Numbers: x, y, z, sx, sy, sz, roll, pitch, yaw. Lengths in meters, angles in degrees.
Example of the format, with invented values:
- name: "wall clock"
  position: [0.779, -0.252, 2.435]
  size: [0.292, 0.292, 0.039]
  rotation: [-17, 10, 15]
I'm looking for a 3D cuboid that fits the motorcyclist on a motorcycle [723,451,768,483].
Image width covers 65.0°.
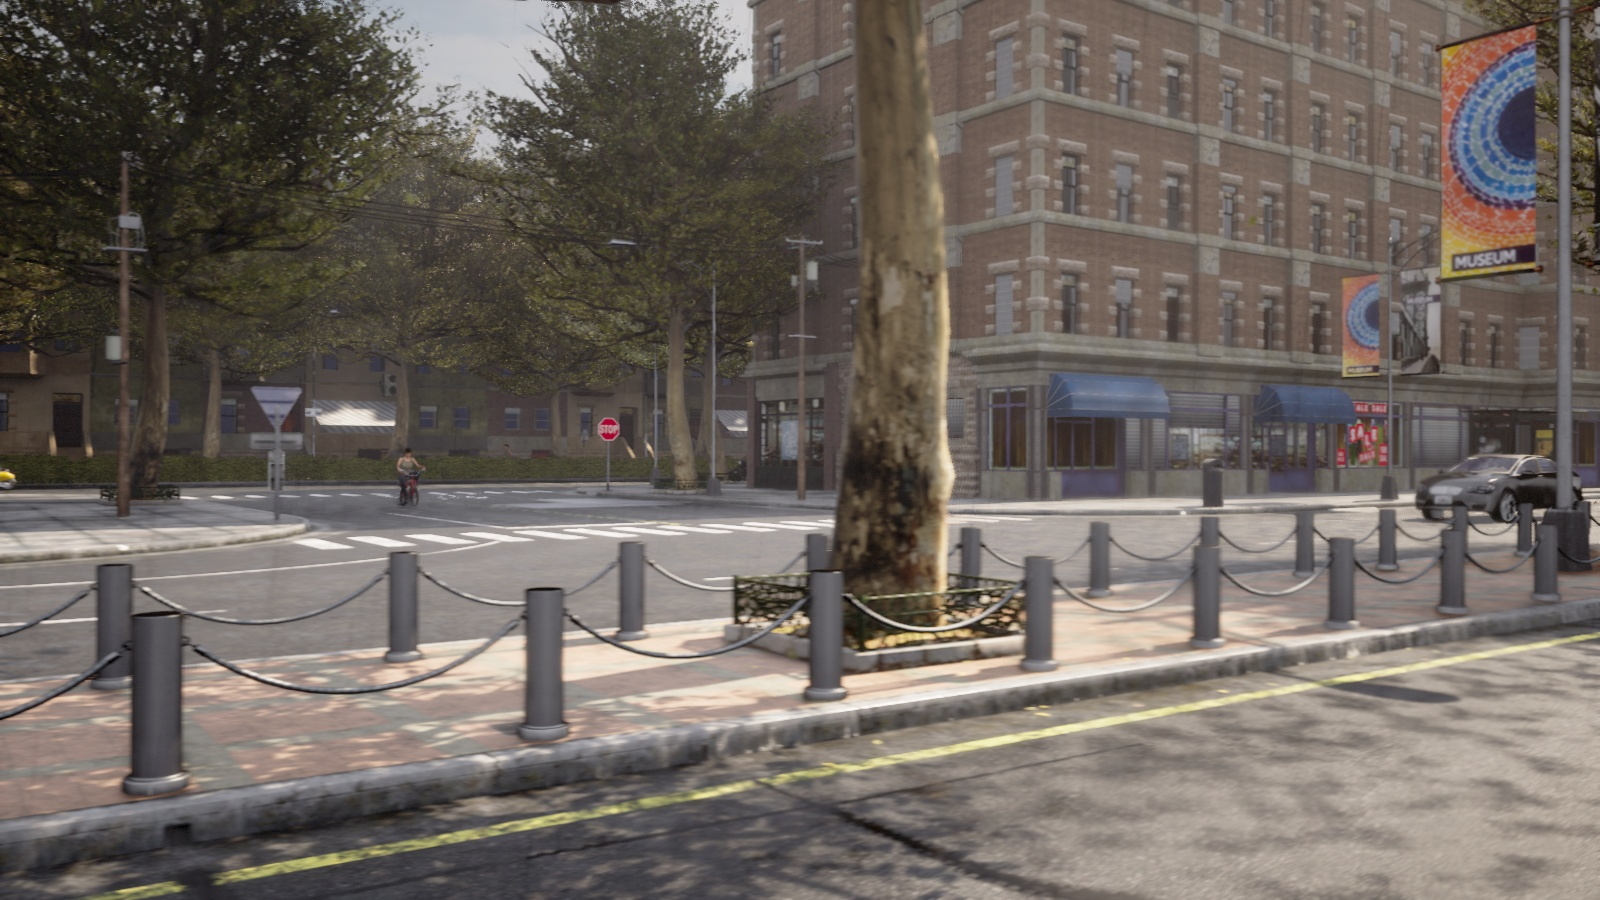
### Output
- name: "motorcyclist on a motorcycle"
  position: [-2.871, 0.866, 66.288]
  size: [2.350, 1.649, 0.766]
  rotation: [0, 0, -35]

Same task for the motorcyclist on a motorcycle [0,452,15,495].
- name: "motorcyclist on a motorcycle"
  position: [-30.482, 0.878, 47.006]
  size: [1.817, 1.590, 0.866]
  rotation: [-1, 0, -35]

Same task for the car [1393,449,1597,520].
- name: "car"
  position: [15.994, 0.740, 28.811]
  size: [4.902, 1.511, 2.128]
  rotation: [0, 0, -35]

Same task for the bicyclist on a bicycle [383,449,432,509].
- name: "bicyclist on a bicycle"
  position: [-10.801, 0.789, 34.547]
  size: [0.866, 1.612, 1.509]
  rotation: [0, 0, -36]
